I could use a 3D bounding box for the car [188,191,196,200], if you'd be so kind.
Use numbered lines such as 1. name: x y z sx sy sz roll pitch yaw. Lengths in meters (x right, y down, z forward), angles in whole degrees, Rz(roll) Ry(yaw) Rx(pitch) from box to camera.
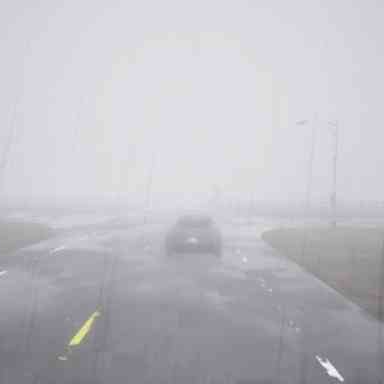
1. car: 0.011 1.045 76.929 2.128 1.511 4.902 0 2 0

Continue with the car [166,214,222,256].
1. car: 0.140 1.555 13.035 1.994 1.385 4.181 0 0 3

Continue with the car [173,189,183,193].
1. car: -3.488 0.229 81.466 2.150 2.045 5.566 0 2 0

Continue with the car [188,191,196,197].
1. car: 0.013 0.542 87.340 1.837 1.490 4.892 0 2 0

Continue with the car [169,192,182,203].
1. car: -3.496 1.332 65.862 2.033 1.411 5.357 0 1 0
